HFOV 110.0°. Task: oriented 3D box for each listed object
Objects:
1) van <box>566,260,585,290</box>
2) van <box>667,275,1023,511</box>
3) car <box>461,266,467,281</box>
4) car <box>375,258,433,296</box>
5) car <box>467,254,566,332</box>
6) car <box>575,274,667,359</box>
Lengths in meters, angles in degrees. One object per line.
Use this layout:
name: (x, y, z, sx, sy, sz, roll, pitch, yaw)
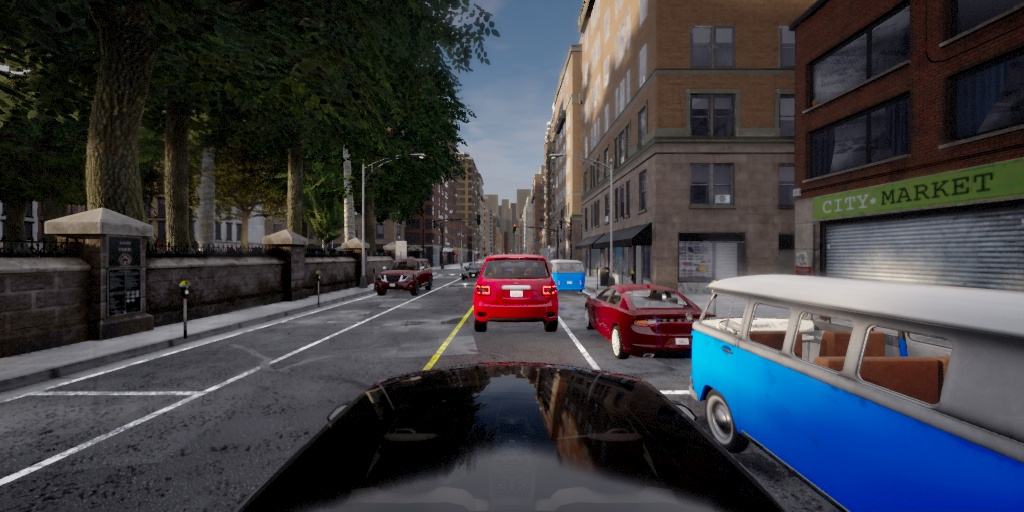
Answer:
van: (2.849, 1.085, 19.560, 1.690, 1.789, 3.998, 0, 0, 0)
van: (2.856, 1.091, 2.578, 1.690, 1.789, 3.998, 0, 0, 0)
car: (-3.014, 1.309, 29.921, 1.994, 1.385, 4.181, 0, 0, 0)
car: (-5.676, 1.059, 19.516, 2.192, 1.841, 5.009, 0, 0, 0)
car: (0.093, 0.970, 10.997, 2.150, 2.045, 5.566, 0, 0, 0)
car: (2.854, 1.294, 8.239, 1.888, 1.381, 4.507, 0, 0, 0)
